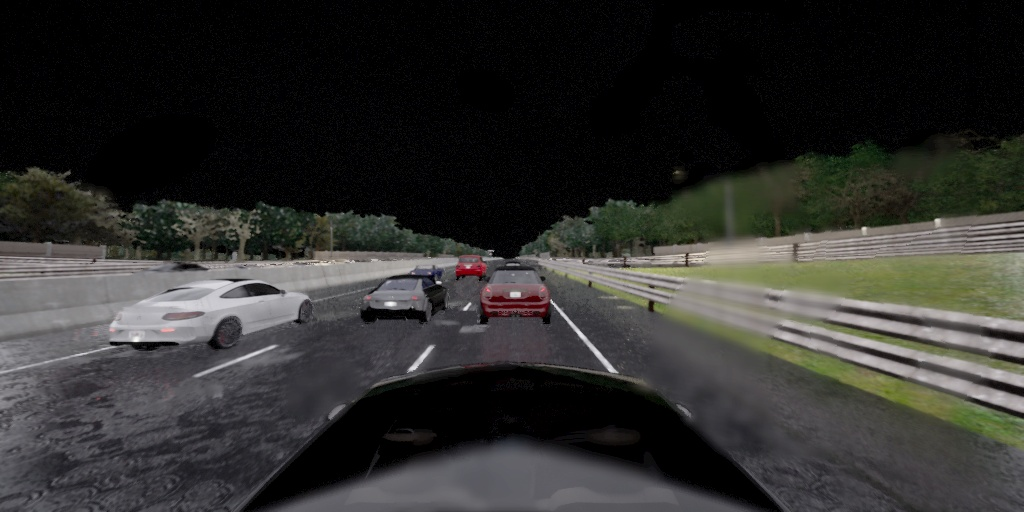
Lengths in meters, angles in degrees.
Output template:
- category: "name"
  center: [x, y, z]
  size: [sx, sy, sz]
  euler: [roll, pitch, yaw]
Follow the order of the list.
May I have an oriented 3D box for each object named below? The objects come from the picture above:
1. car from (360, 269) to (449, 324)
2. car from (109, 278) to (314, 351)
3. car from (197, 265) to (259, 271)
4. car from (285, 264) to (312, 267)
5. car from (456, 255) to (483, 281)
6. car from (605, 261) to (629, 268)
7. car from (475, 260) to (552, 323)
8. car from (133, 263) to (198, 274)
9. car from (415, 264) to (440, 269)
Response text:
- category: "car"
  center: [-3.403, 1.315, 12.058]
  size: [1.994, 1.385, 4.181]
  euler: [0, 0, 0]
- category: "car"
  center: [-6.901, 1.277, 8.899]
  size: [1.812, 1.442, 4.674]
  euler: [0, 0, 0]
- category: "car"
  center: [-21.104, 1.347, 27.692]
  size: [1.895, 1.301, 4.718]
  euler: [0, 0, 0]
- category: "car"
  center: [-17.603, 1.309, 29.465]
  size: [1.994, 1.385, 4.181]
  euler: [0, 0, 0]
- category: "car"
  center: [-3.408, 0.967, 30.552]
  size: [2.150, 2.045, 5.566]
  euler: [0, 0, 0]
- category: "car"
  center: [15.976, 1.107, 54.829]
  size: [1.994, 1.385, 4.181]
  euler: [0, -1, -18]
- category: "car"
  center: [0.097, 1.103, 12.194]
  size: [2.097, 1.767, 4.553]
  euler: [0, 0, 0]
- category: "car"
  center: [-24.603, 1.251, 26.034]
  size: [1.837, 1.490, 4.892]
  euler: [0, 0, 0]
- category: "car"
  center: [-6.908, 1.346, 29.598]
  size: [1.895, 1.301, 4.718]
  euler: [0, 0, 0]
